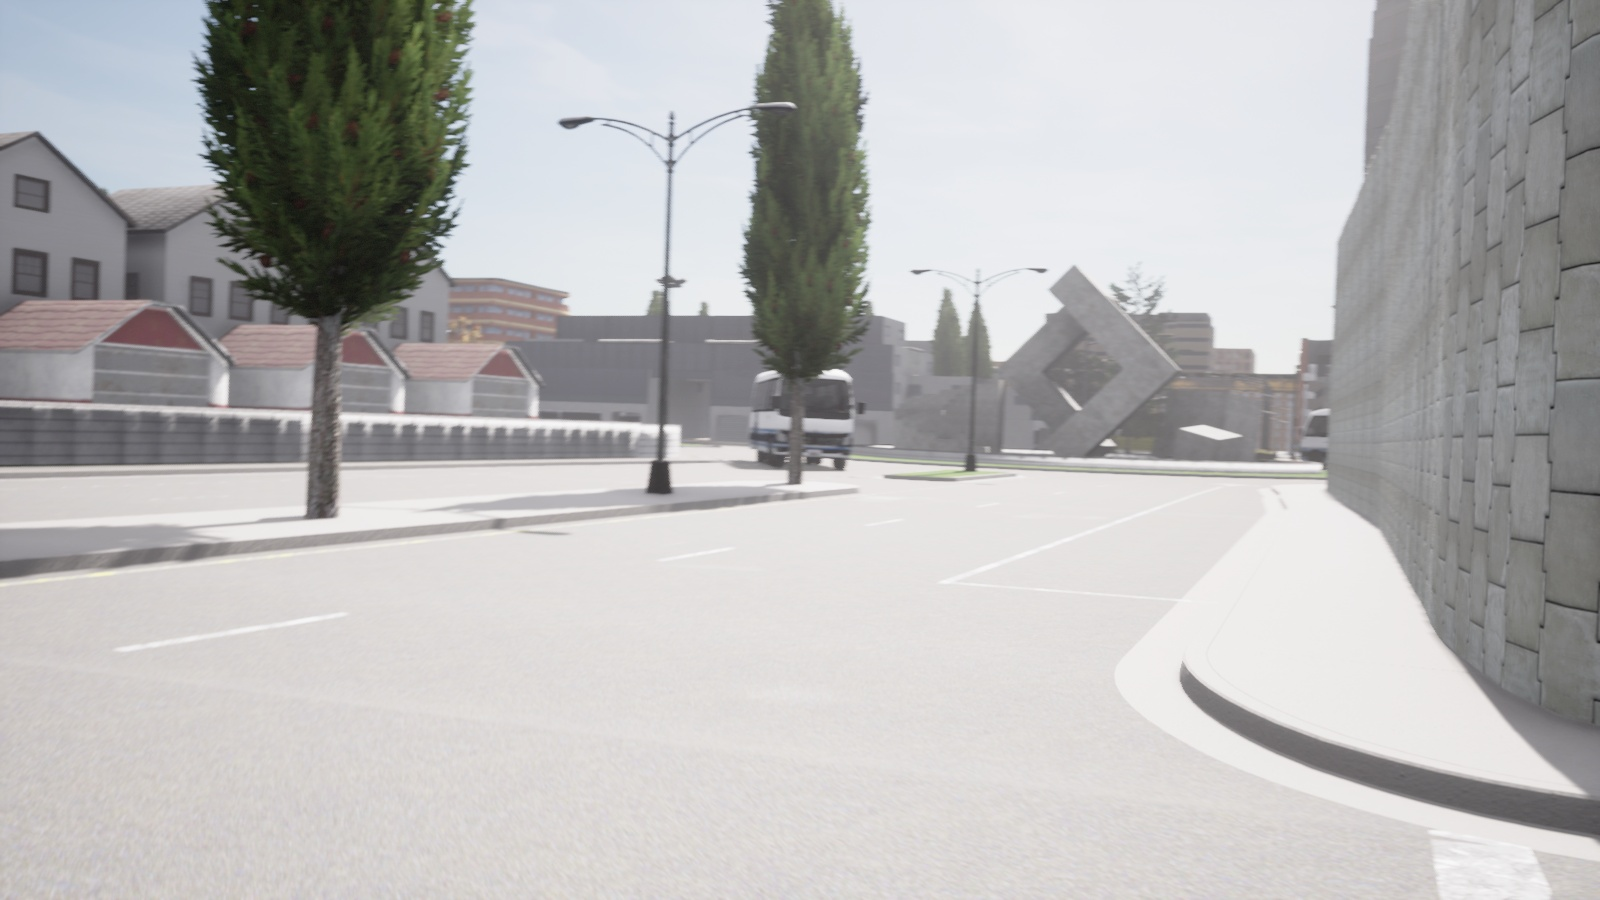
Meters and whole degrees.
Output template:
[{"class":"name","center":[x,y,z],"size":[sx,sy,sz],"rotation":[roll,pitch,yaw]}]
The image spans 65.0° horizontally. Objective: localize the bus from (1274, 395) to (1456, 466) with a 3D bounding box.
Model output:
[{"class":"bus","center":[35.733,-1.263,79.988],"size":[3.944,4.253,10.273],"rotation":[0,1,-27]}]

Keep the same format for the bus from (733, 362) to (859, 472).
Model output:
[{"class":"bus","center":[-0.412,-1.392,54.717],"size":[3.944,4.253,10.273],"rotation":[2,1,-8]}]
